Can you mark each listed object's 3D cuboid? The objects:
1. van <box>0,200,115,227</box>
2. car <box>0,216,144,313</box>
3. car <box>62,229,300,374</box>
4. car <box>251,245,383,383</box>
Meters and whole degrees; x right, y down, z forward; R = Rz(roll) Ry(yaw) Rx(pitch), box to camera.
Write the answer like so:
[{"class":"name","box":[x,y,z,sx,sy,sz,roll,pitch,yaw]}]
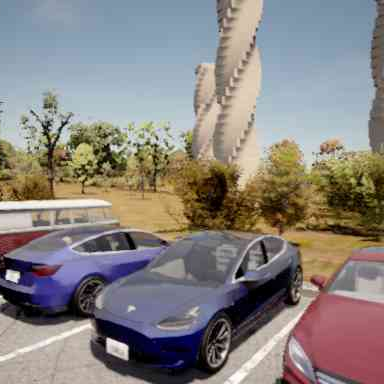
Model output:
[{"class":"van","box":[-3.919,1.227,9.307,1.878,1.987,4.442,0,0,35]},{"class":"car","box":[-1.728,1.494,7.640,2.163,1.488,4.792,0,0,35]},{"class":"car","box":[0.479,1.505,5.994,2.163,1.488,4.792,0,0,35]},{"class":"car","box":[2.744,1.520,4.420,2.002,1.452,4.674,0,0,35]}]
